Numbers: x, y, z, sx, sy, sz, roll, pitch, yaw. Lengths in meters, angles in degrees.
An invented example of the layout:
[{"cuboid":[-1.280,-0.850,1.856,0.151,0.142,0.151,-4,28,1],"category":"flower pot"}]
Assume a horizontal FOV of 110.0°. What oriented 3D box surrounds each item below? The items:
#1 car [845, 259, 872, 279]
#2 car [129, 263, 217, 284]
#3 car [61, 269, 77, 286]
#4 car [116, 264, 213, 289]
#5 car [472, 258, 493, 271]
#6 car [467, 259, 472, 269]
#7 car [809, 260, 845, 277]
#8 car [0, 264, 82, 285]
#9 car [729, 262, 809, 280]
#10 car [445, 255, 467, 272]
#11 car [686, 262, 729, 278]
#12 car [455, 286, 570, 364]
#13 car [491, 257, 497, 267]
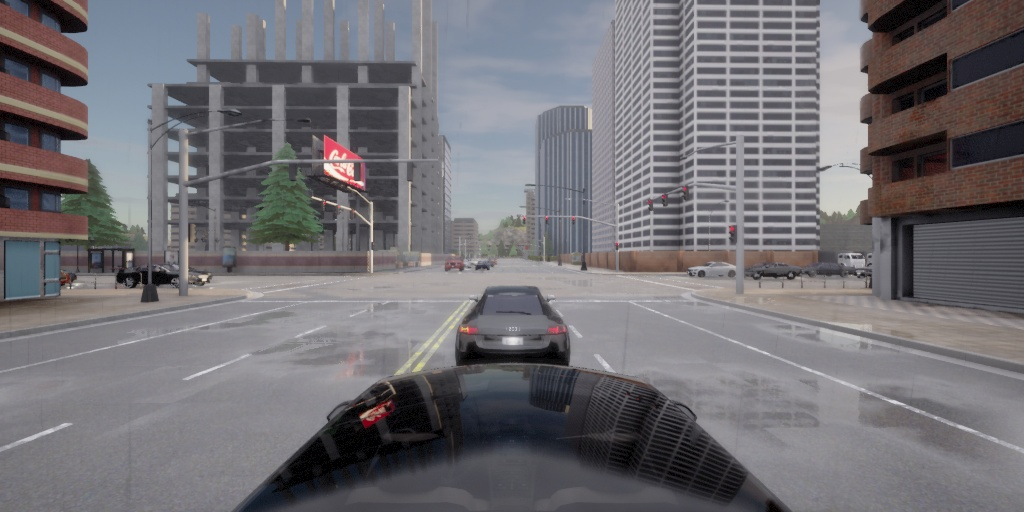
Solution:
[{"cuboid":[32.218,1.241,30.768,4.902,1.511,2.128,0,0,-1],"category":"car"},{"cuboid":[-24.698,1.276,26.246,4.674,1.442,1.812,0,0,-1],"category":"car"},{"cuboid":[-31.119,1.102,22.631,4.553,1.767,2.097,0,0,-1],"category":"car"},{"cuboid":[-22.017,1.241,22.763,4.902,1.511,2.128,0,0,-1],"category":"car"},{"cuboid":[-4.062,1.351,50.056,1.895,1.301,4.718,0,0,-1],"category":"car"},{"cuboid":[-7.622,1.276,57.280,1.812,1.442,4.674,0,0,0],"category":"car"},{"cuboid":[29.662,1.297,34.238,5.357,1.411,2.033,0,0,-1],"category":"car"},{"cuboid":[-34.601,1.314,26.081,4.181,1.385,1.994,0,0,-1],"category":"car"},{"cuboid":[21.845,1.241,30.627,4.902,1.511,2.128,0,0,-1],"category":"car"},{"cuboid":[-7.572,0.971,47.604,2.150,2.045,5.566,0,0,-4],"category":"car"},{"cuboid":[19.080,1.276,34.066,4.674,1.442,1.812,0,0,-1],"category":"car"},{"cuboid":[0.009,1.314,7.674,1.994,1.385,4.181,0,0,0],"category":"car"},{"cuboid":[-4.149,1.312,61.217,1.994,1.385,4.181,0,0,0],"category":"car"}]
